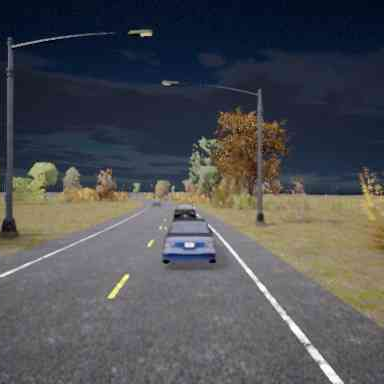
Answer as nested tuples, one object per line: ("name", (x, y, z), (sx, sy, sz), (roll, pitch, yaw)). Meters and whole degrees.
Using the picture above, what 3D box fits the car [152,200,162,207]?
("car", (-6.767, 2.197, 64.266), (2.033, 1.411, 5.357), (0, -1, -5))

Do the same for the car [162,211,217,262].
("car", (-0.111, 1.670, 12.551), (2.033, 1.411, 5.357), (0, -1, -1))

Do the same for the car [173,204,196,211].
("car", (-0.653, 1.764, 29.326), (1.882, 1.535, 5.008), (0, 0, -2))
